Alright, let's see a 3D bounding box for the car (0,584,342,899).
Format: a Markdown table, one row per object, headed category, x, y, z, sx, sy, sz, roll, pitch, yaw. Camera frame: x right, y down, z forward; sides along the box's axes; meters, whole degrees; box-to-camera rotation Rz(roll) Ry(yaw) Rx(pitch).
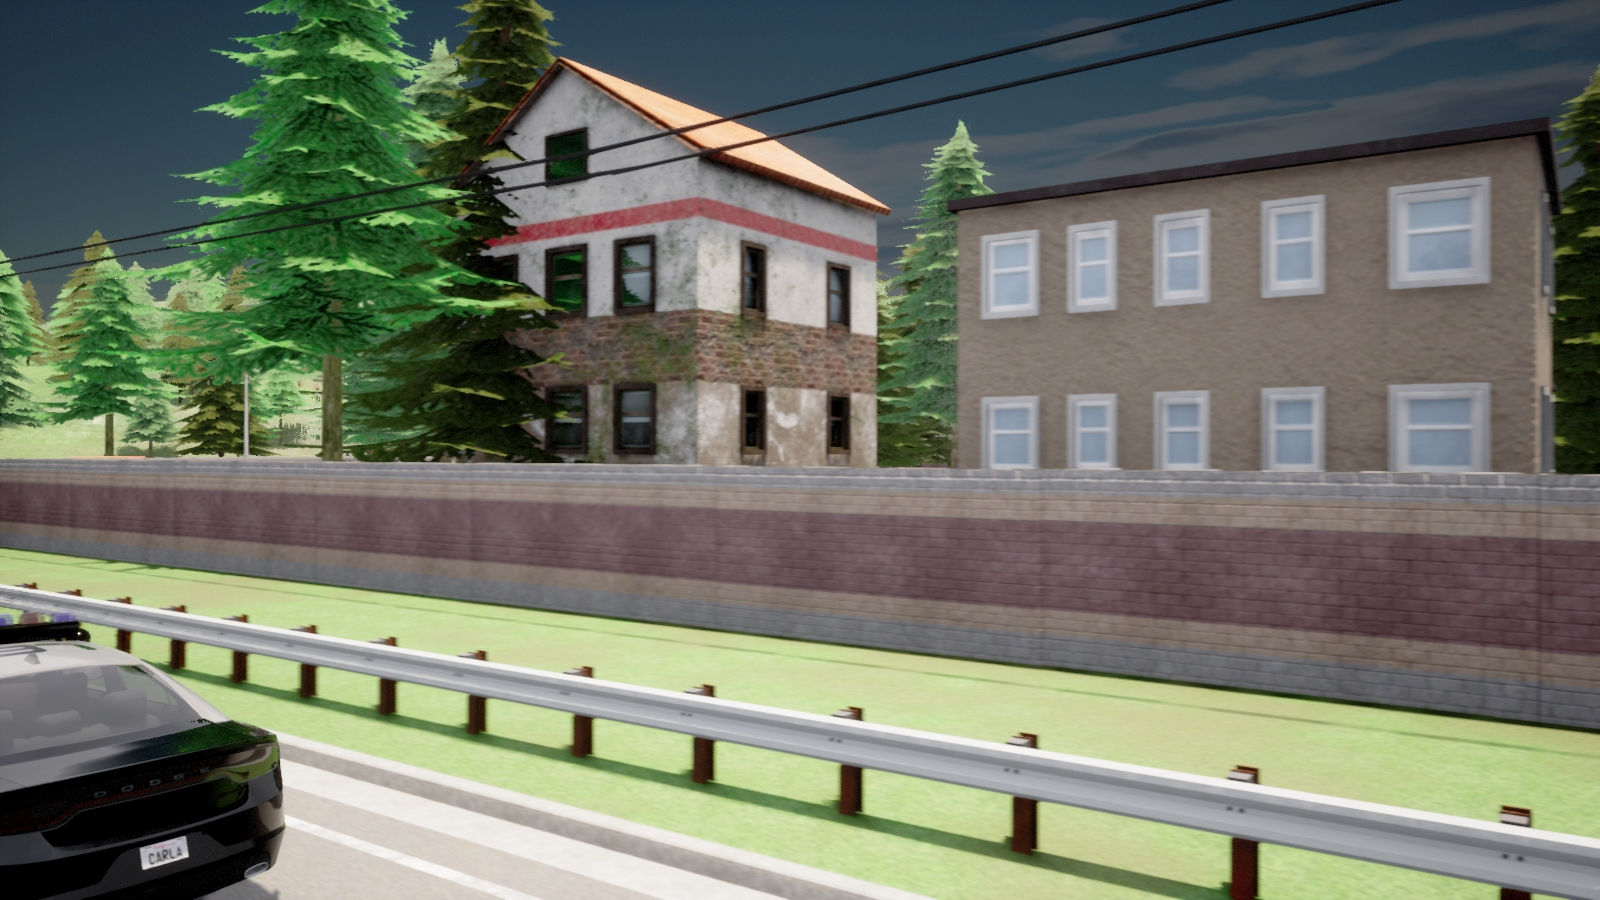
| category | x | y | z | sx | sy | sz | roll | pitch | yaw |
| --- | --- | --- | --- | --- | --- | --- | --- | --- | --- |
| car | -5.566 | 1.982 | 7.683 | 5.238 | 1.638 | 2.097 | 0 | 0 | 35 |
